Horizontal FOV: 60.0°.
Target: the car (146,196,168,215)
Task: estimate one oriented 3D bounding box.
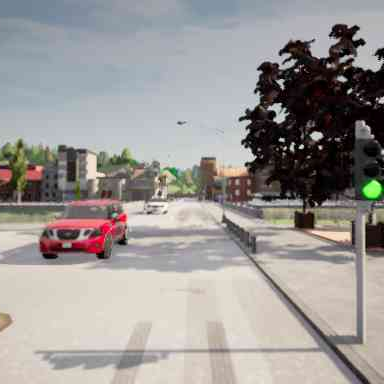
[{"bbox_3d":[-4.004,1.562,39.040,2.150,2.045,5.566,0,0,0],"label":"car"}]

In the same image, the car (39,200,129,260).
[{"bbox_3d":[-4.003,1.358,13.369,2.150,2.045,5.566,0,0,0],"label":"car"}]
